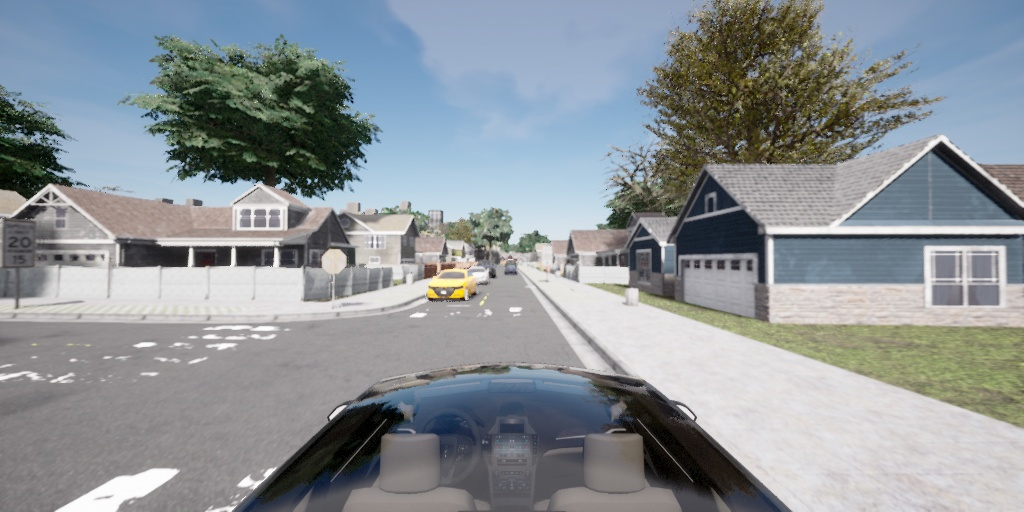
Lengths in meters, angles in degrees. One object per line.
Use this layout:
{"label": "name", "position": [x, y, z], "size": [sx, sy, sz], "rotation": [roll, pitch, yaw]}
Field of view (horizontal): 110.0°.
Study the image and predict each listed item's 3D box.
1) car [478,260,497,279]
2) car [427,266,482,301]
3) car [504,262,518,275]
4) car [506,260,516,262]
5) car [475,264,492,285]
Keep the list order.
{"label": "car", "position": [-2.935, 1.483, 40.967], "size": [2.150, 2.045, 5.566], "rotation": [0, -1, 0]}
{"label": "car", "position": [-3.009, 1.450, 19.008], "size": [1.882, 1.535, 5.008], "rotation": [0, -1, 3]}
{"label": "car", "position": [-0.122, 1.951, 50.898], "size": [2.033, 1.411, 5.357], "rotation": [0, -1, 0]}
{"label": "car", "position": [-0.149, 1.783, 61.354], "size": [2.150, 2.045, 5.566], "rotation": [0, -1, 0]}
{"label": "car", "position": [-2.916, 1.640, 30.054], "size": [1.812, 1.442, 4.674], "rotation": [0, -1, 0]}
